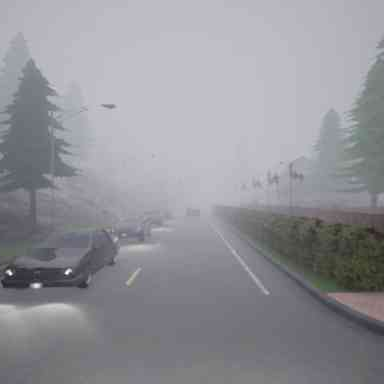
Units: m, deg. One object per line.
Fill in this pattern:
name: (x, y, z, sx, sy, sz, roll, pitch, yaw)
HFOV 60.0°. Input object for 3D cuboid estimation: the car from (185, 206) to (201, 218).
car: (0.149, 2.582, 44.573, 1.882, 1.535, 5.008, -1, -1, 0)

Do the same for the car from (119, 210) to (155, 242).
car: (-3.564, 2.071, 19.932, 1.812, 1.442, 4.674, -1, -1, 0)

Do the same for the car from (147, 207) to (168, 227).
car: (-3.542, 2.310, 30.139, 1.837, 1.490, 4.892, -1, -2, 0)

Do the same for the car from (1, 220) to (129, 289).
car: (-3.593, 1.849, 10.344, 2.033, 1.411, 5.357, -1, -1, 0)

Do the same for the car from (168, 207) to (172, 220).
car: (-3.488, 2.543, 40.429, 1.882, 1.535, 5.008, -1, -1, 0)
